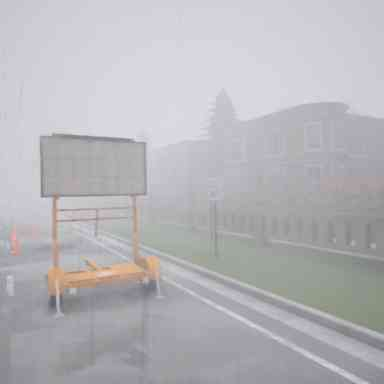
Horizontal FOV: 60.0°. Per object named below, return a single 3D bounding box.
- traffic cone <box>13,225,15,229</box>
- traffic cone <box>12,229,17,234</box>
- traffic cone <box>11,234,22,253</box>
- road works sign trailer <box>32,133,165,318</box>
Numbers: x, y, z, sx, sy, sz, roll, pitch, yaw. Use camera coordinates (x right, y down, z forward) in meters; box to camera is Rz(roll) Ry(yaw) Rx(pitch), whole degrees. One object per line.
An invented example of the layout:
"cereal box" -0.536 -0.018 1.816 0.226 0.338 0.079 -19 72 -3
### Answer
"traffic cone" -8.889 2.113 16.686 0.340 0.580 0.340 -1 0 -29
"traffic cone" -7.916 2.095 14.939 0.340 0.580 0.340 -1 0 -29
"traffic cone" -6.943 2.078 13.191 0.340 0.580 0.340 -1 0 -29
"road works sign trailer" -2.263 0.504 7.801 2.380 3.560 2.880 -1 0 -29
